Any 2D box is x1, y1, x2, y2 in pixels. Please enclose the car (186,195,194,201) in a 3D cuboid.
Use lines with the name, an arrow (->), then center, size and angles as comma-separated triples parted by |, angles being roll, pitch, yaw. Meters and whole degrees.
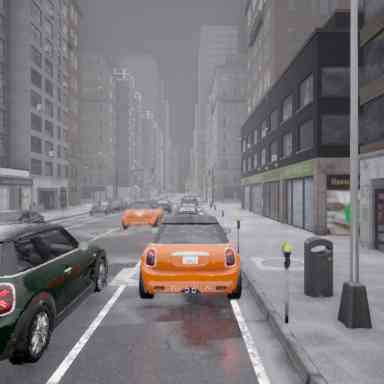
car -> -0.572, 1.470, 87.873 | 1.967, 1.590, 4.097 | 0, 0, -1

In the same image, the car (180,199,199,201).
car -> -0.287, 1.552, 27.412 | 2.008, 1.369, 4.403 | 0, 0, 0

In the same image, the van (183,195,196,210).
van -> -0.287, 1.343, 43.983 | 1.690, 1.788, 3.998 | 0, 0, 0

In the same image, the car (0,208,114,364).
car -> -3.045, 1.351, 6.013 | 2.097, 1.767, 4.553 | 0, 0, 0

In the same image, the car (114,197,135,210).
car -> -8.813, 1.442, 43.978 | 1.967, 1.590, 4.097 | 0, 0, 0

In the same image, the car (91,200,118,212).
car -> -8.813, 1.583, 32.928 | 1.802, 1.307, 4.206 | 0, 0, 0

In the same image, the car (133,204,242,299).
car -> -0.032, 1.353, 8.621 | 2.097, 1.767, 4.553 | 0, 0, 0

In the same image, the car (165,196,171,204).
car -> -3.145, 1.527, 36.377 | 1.812, 1.442, 4.674 | 0, 0, 0

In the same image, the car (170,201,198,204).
car -> -0.287, 1.551, 21.888 | 2.008, 1.369, 4.403 | 0, 0, 0

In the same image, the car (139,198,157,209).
car -> -6.147, 1.567, 47.337 | 1.994, 1.385, 4.181 | 0, 0, 0

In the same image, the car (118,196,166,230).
car -> -3.045, 1.353, 21.395 | 2.097, 1.767, 4.553 | 0, 0, 0

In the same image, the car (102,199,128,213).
car -> -8.813, 1.567, 38.453 | 1.947, 1.339, 4.313 | 0, 0, 0

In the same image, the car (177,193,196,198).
car -> -0.287, 1.316, 38.459 | 2.192, 1.841, 5.009 | 0, 0, 0
